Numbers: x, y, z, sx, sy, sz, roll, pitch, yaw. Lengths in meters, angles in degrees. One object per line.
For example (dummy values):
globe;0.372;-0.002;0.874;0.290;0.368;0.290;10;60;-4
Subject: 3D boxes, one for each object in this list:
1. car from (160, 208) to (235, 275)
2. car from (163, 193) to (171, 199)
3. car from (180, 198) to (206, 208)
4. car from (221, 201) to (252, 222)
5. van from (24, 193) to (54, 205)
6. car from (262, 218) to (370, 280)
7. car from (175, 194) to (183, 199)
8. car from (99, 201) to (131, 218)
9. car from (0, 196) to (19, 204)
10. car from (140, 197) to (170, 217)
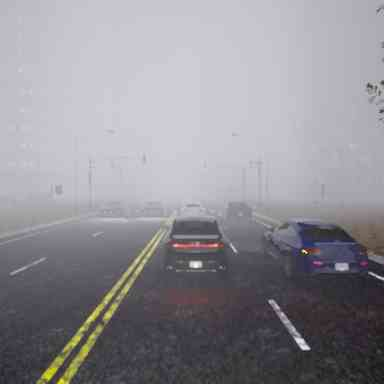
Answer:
car;0.089;1.468;10.301;1.837;1.490;4.892;0;0;0
car;-6.709;1.066;89.791;1.837;1.490;4.892;0;0;-1
car;0.075;1.432;25.057;1.812;1.442;4.674;0;0;0
car;3.324;1.382;25.355;1.882;1.535;5.008;0;0;0
van;-22.702;1.007;49.394;3.998;1.788;1.690;0;0;1
car;3.340;1.492;9.713;1.812;1.442;4.674;0;0;0
car;-3.461;1.117;89.925;1.994;1.385;4.181;0;0;-1
car;-6.572;1.455;28.809;1.994;1.385;4.181;0;0;0
car;-28.242;1.185;49.436;4.507;1.381;1.887;0;0;1
car;-3.318;1.452;29.359;1.994;1.385;4.181;0;0;1
